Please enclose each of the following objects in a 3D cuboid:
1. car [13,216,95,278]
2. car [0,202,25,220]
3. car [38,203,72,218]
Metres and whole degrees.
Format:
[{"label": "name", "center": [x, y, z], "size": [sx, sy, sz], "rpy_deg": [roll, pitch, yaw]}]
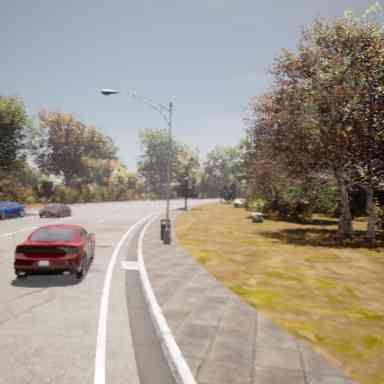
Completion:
[{"label": "car", "center": [-4.501, 1.849, 11.490], "size": [1.882, 1.535, 5.008], "rpy_deg": [2, -2, -11]}, {"label": "car", "center": [-17.001, 1.632, 30.043], "size": [1.882, 1.535, 5.008], "rpy_deg": [2, 0, -1]}, {"label": "car", "center": [-13.532, 1.796, 33.043], "size": [1.994, 1.385, 4.181], "rpy_deg": [2, 0, 0]}]
